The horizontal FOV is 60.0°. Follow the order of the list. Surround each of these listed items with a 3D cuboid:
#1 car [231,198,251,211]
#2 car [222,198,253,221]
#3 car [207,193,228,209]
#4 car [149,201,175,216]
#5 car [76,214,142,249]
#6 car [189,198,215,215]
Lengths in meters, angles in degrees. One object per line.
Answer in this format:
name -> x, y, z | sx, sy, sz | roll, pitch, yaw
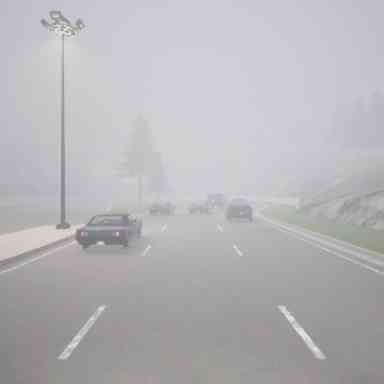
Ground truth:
car -> 6.057, 1.495, 40.842 | 1.837, 1.490, 4.892 | 0, 0, 15
car -> 3.751, 1.472, 27.235 | 1.882, 1.535, 5.008 | 0, 0, 2
car -> 3.420, 1.212, 44.445 | 2.150, 2.045, 5.566 | 0, 0, 16
car -> -2.847, 1.593, 33.068 | 1.895, 1.301, 4.718 | 0, 0, 6
car -> -3.395, 1.597, 14.593 | 1.895, 1.301, 4.718 | 0, 0, 0
car -> 0.944, 1.593, 34.388 | 1.895, 1.301, 4.718 | 0, 0, 9
